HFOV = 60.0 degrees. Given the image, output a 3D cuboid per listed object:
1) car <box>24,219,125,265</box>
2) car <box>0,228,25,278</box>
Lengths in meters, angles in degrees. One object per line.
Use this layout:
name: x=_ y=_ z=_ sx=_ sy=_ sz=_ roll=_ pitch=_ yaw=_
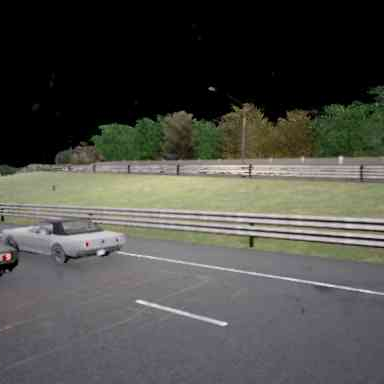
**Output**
car: x=-4.617 y=1.577 z=11.562 sx=4.718 sy=1.301 sz=1.895 roll=0 pitch=0 yaw=35
car: x=-6.599 y=1.578 z=8.676 sx=4.718 sy=1.301 sz=1.895 roll=0 pitch=0 yaw=35
